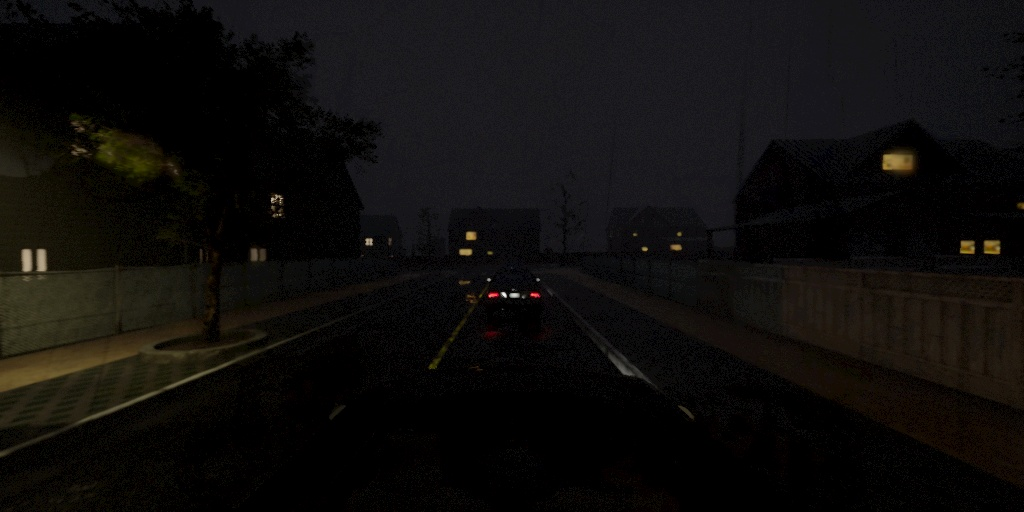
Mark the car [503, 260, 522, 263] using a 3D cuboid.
[{"bbox_3d":[0.048,0.983,26.822,2.033,1.411,5.357,0,1,2],"label":"car"}]

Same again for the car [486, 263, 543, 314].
[{"bbox_3d":[0.060,1.151,12.869,2.033,1.411,5.357,0,1,0],"label":"car"}]
